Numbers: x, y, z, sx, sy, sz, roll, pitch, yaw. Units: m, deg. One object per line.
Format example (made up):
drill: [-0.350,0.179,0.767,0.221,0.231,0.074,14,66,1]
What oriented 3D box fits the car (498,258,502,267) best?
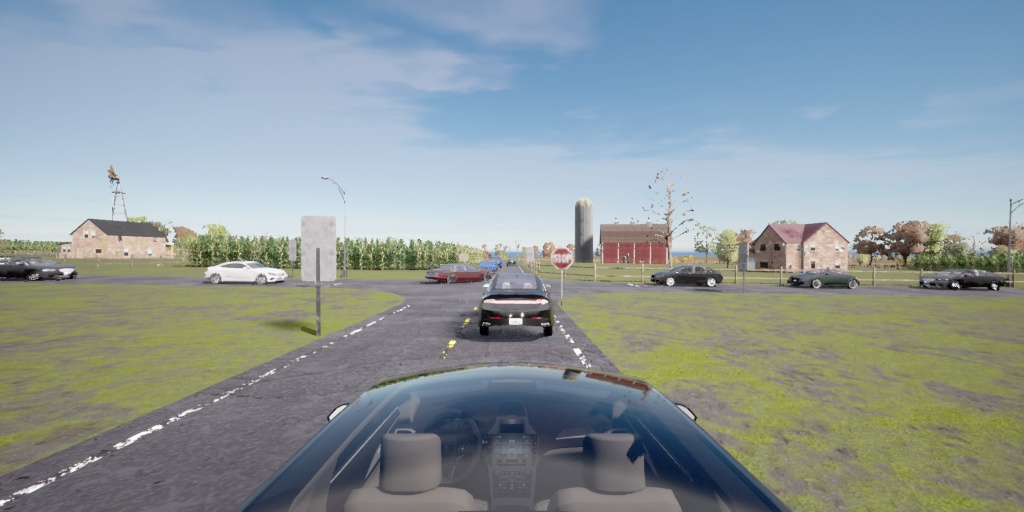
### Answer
car: [-2.826,1.330,49.824,2.033,1.411,5.357,0,0,0]

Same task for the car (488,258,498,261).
car: [-2.814,1.248,39.878,1.882,1.535,5.008,0,0,-1]

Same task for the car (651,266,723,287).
car: [12.737,1.445,26.273,4.892,1.490,1.837,1,1,1]

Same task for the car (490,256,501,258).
car: [-2.801,1.022,60.961,2.150,2.045,5.566,0,0,1]

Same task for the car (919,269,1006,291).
car: [32.898,1.707,26.288,4.902,1.511,2.128,1,1,0]

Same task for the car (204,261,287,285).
car: [-17.135,1.068,23.172,4.674,1.442,1.812,1,1,0]

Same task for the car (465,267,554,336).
car: [0.142,1.242,10.388,2.128,1.511,4.902,0,0,1]

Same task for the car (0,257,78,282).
car: [-31.132,0.826,23.130,4.902,1.511,2.128,1,1,0]

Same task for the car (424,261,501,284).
car: [-3.744,1.277,26.582,5.357,1.411,2.033,1,-1,-39]

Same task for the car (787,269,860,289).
car: [22.719,1.642,26.258,4.181,1.385,1.994,1,1,0]
